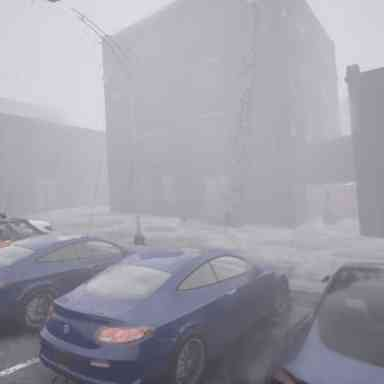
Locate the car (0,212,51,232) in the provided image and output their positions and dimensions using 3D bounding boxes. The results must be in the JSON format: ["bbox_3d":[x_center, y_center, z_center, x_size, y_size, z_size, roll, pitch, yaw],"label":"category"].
[{"bbox_3d":[-4.906,1.458,8.776,2.185,1.767,4.553,-1,0,35],"label":"car"}]

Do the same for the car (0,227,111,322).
[{"bbox_3d":[-2.495,1.590,7.093,2.002,1.452,4.674,-1,0,35],"label":"car"}]

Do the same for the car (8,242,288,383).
[{"bbox_3d":[-0.002,1.554,5.315,2.002,1.452,4.674,-1,0,35],"label":"car"}]
